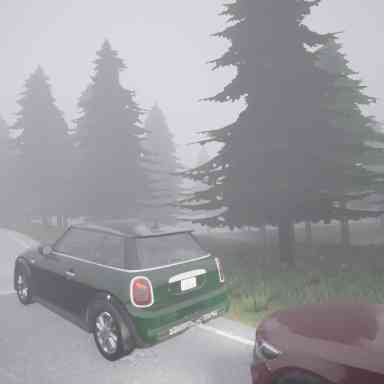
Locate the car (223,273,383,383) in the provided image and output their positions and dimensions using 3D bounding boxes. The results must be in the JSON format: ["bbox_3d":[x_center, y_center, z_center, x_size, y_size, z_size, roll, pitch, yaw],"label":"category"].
[{"bbox_3d":[2.749,1.531,2.595,4.674,1.442,1.812,1,0,36],"label":"car"}]

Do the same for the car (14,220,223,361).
[{"bbox_3d":[-1.577,1.308,6.219,4.553,1.767,2.097,1,1,44],"label":"car"}]
